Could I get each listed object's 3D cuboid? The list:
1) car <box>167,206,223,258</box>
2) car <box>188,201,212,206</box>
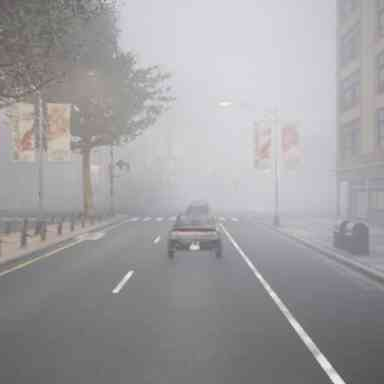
[{"bbox_3d":[0.135,1.491,12.637,2.128,1.511,4.902,0,0,1],"label":"car"},{"bbox_3d":[0.659,1.475,28.810,1.882,1.535,5.008,0,0,5],"label":"car"}]
